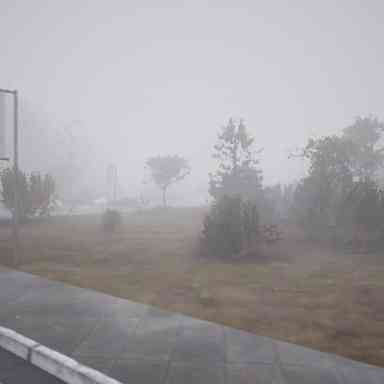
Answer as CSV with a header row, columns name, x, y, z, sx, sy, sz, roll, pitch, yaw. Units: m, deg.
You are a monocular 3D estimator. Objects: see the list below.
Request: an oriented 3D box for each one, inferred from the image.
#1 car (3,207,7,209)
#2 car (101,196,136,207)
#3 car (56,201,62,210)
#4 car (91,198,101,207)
name,x,y,z,sx,sy,sz,roll,pitch,yaw
car,-20.809,1.543,42.160,2.033,1.411,5.357,0,0,39
car,-10.455,1.396,49.532,1.882,1.535,5.008,0,1,38
car,-18.031,1.521,40.029,1.812,1.442,4.674,0,0,39
car,-13.310,1.446,51.572,1.812,1.442,4.674,0,1,39
